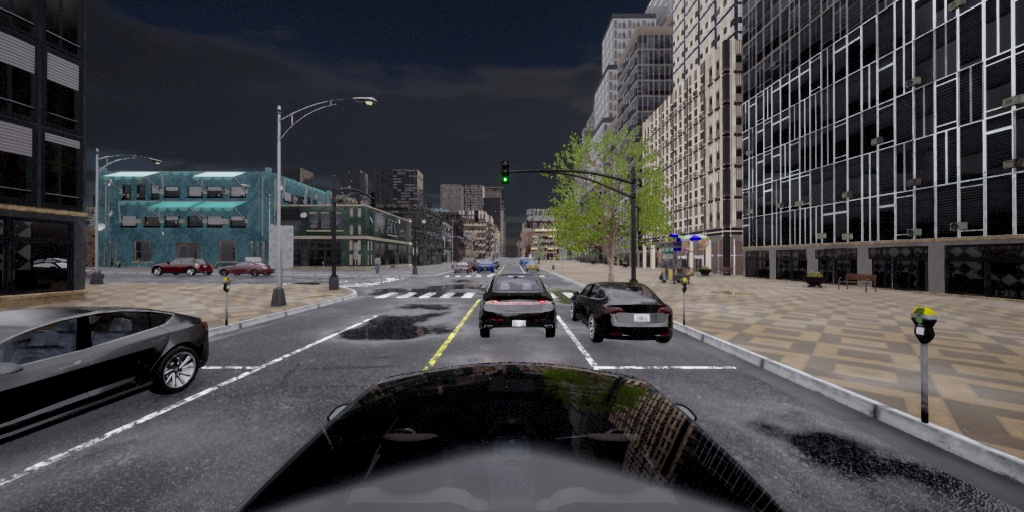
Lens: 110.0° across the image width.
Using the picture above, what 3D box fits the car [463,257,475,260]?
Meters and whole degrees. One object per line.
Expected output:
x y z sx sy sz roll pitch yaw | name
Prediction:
-5.692 1.068 47.538 2.192 1.841 5.009 0 0 0 | car

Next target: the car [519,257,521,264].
2.687 1.305 64.194 2.007 1.370 4.403 0 0 0 | car

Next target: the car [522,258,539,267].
2.688 1.278 47.711 1.751 1.417 4.829 0 0 0 | car

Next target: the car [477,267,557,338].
0.110 1.242 10.182 2.128 1.511 4.902 0 0 -1 | car

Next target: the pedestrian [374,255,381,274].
-12.751 0.789 33.992 0.375 1.860 0.375 0 -1 -1 | pedestrian

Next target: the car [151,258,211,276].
-28.370 0.879 30.822 4.097 1.591 1.967 0 0 -1 | car

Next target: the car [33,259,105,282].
-28.251 0.980 22.442 4.207 1.307 1.802 0 0 -1 | car

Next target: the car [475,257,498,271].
-3.103 1.230 43.661 1.882 1.535 5.008 0 0 0 | car

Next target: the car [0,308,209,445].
-5.689 1.316 3.972 1.948 1.339 4.313 0 0 0 | car

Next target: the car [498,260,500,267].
-3.082 1.318 53.512 1.994 1.385 4.181 0 0 1 | car

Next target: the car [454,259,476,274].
-5.692 1.334 41.987 1.802 1.307 4.207 0 0 0 | car

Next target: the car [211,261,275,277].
-22.823 1.090 30.900 4.207 1.307 1.802 0 0 -1 | car

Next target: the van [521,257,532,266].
2.688 1.094 53.093 1.690 1.789 3.998 0 0 0 | van

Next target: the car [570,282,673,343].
2.691 1.316 9.512 1.948 1.339 4.313 0 0 0 | car
